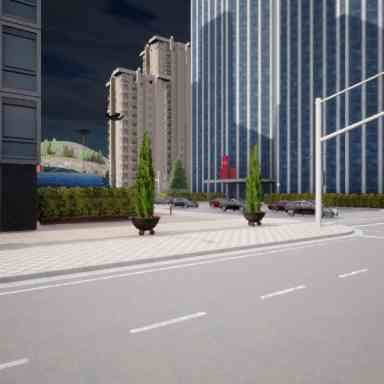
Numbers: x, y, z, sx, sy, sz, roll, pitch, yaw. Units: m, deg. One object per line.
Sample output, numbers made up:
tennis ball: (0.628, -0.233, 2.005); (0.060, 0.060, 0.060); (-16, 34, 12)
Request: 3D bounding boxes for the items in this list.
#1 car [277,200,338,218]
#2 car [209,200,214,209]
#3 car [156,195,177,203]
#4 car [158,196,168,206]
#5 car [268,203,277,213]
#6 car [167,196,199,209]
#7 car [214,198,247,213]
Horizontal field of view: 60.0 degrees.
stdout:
car: (10.495, 1.491, 29.644); (2.128, 1.511, 4.902); (0, 0, -36)
car: (4.369, 1.478, 44.063); (1.882, 1.535, 5.008); (0, 0, -36)
car: (-5.345, 1.498, 69.719); (2.128, 1.511, 4.902); (0, 0, -36)
car: (-4.720, 1.547, 56.692); (2.033, 1.411, 5.357); (0, 0, -35)
car: (10.489, 1.601, 35.606); (1.895, 1.301, 4.718); (0, 0, -36)
car: (-0.971, 1.503, 45.479); (1.837, 1.490, 4.892); (0, 0, -36)
car: (5.081, 1.491, 37.109); (2.128, 1.511, 4.902); (0, 0, -36)
